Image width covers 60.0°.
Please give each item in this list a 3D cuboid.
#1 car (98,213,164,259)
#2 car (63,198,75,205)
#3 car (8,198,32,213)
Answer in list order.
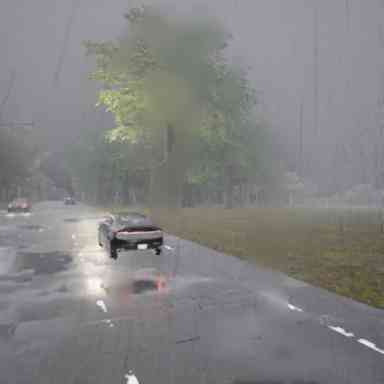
[{"bbox_3d":[-2.539,1.565,13.076,2.128,1.511,4.902,0,0,-22],"label":"car"},{"bbox_3d":[-25.155,1.919,68.561,1.882,1.535,5.008,0,-1,-22],"label":"car"},{"bbox_3d":[-20.615,1.567,39.990,2.097,1.767,4.553,0,0,-18],"label":"car"}]
